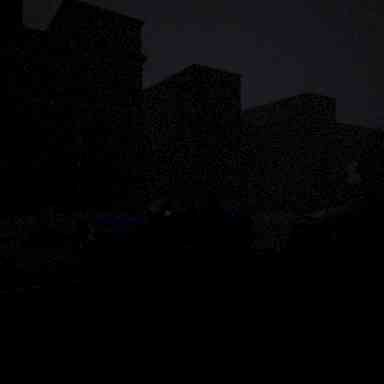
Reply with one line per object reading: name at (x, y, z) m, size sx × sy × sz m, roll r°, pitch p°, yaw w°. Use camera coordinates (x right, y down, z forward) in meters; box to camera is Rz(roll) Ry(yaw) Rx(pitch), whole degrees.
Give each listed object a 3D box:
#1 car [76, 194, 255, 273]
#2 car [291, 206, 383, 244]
car at (-0.565, 1.074, 10.201) m, size 5.566 × 2.045 × 2.435 m, roll 0°, pitch 0°, yaw -33°
car at (6.717, 1.412, 15.406) m, size 5.008 × 1.535 × 2.097 m, roll 1°, pitch 0°, yaw -33°
